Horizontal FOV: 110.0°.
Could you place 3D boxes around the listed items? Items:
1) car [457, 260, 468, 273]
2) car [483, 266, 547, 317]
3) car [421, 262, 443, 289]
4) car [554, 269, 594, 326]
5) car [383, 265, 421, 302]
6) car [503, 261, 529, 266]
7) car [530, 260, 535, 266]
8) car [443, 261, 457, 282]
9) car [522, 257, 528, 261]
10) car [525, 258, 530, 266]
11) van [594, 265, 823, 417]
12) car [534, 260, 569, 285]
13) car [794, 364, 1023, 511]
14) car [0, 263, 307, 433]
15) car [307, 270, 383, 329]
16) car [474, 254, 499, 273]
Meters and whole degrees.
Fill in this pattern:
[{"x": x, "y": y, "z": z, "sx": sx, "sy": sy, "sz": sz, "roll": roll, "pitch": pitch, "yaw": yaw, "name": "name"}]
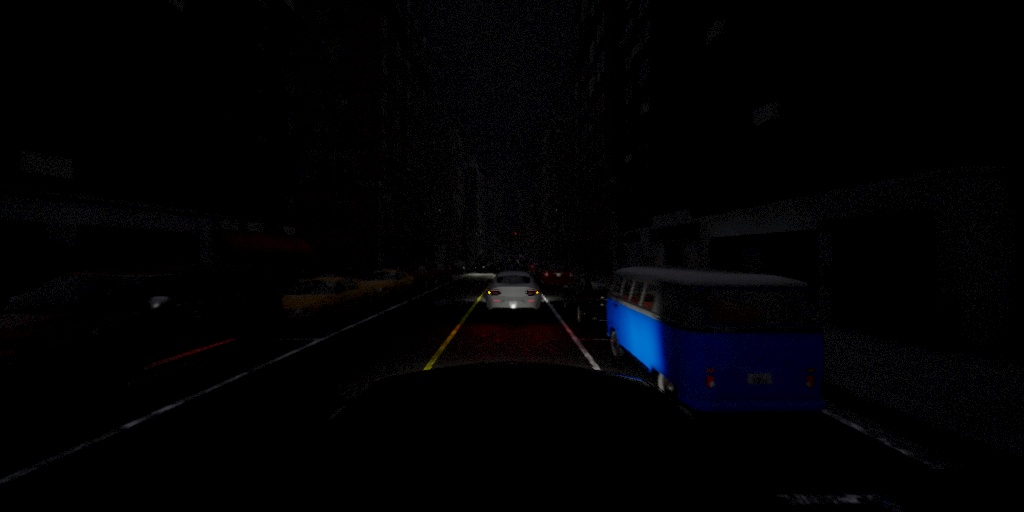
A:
[{"x": -5.837, "y": 1.166, "z": 39.280, "sx": 2.007, "sy": 1.370, "sz": 4.403, "roll": 0, "pitch": 0, "yaw": 0, "name": "car"}, {"x": 0.069, "y": 1.236, "z": 12.805, "sx": 1.812, "sy": 1.442, "sz": 4.674, "roll": 0, "pitch": 0, "yaw": 1, "name": "car"}, {"x": -5.846, "y": 1.219, "z": 22.492, "sx": 1.888, "sy": 1.381, "sz": 4.507, "roll": 0, "pitch": 0, "yaw": 0, "name": "car"}, {"x": 2.674, "y": 1.265, "z": 11.310, "sx": 2.007, "sy": 1.370, "sz": 4.403, "roll": 0, "pitch": 0, "yaw": 0, "name": "car"}, {"x": -5.849, "y": 1.219, "z": 16.727, "sx": 1.751, "sy": 1.417, "sz": 4.829, "roll": 0, "pitch": 0, "yaw": 0, "name": "car"}, {"x": 0.074, "y": 1.257, "z": 27.406, "sx": 1.895, "sy": 1.301, "sz": 4.718, "roll": 0, "pitch": 0, "yaw": 0, "name": "car"}, {"x": 2.682, "y": 1.094, "z": 28.092, "sx": 1.967, "sy": 1.591, "sz": 4.097, "roll": 0, "pitch": 0, "yaw": 0, "name": "car"}, {"x": -5.843, "y": 1.199, "z": 28.088, "sx": 1.888, "sy": 1.381, "sz": 4.507, "roll": 0, "pitch": 0, "yaw": 0, "name": "car"}, {"x": 2.691, "y": 1.148, "z": 44.875, "sx": 2.007, "sy": 1.370, "sz": 4.403, "roll": 0, "pitch": 0, "yaw": 0, "name": "car"}, {"x": 2.688, "y": 1.198, "z": 39.281, "sx": 1.802, "sy": 1.307, "sz": 4.207, "roll": 0, "pitch": 0, "yaw": 0, "name": "car"}, {"x": 2.671, "y": 1.076, "z": 5.716, "sx": 1.690, "sy": 1.789, "sz": 3.998, "roll": 0, "pitch": 0, "yaw": 0, "name": "van"}, {"x": 2.680, "y": 1.114, "z": 22.498, "sx": 1.967, "sy": 1.591, "sz": 4.097, "roll": 0, "pitch": 0, "yaw": 0, "name": "car"}, {"x": 2.668, "y": 1.338, "z": 0.122, "sx": 1.802, "sy": 1.307, "sz": 4.207, "roll": 0, "pitch": 0, "yaw": 0, "name": "car"}, {"x": -5.855, "y": 1.050, "z": 5.706, "sx": 2.192, "sy": 1.841, "sz": 5.009, "roll": 0, "pitch": 0, "yaw": 0, "name": "car"}, {"x": -5.852, "y": 1.240, "z": 11.131, "sx": 1.751, "sy": 1.417, "sz": 4.829, "roll": 0, "pitch": 0, "yaw": 0, "name": "car"}, {"x": -3.042, "y": 0.833, "z": 41.411, "sx": 2.150, "sy": 2.045, "sz": 5.566, "roll": 0, "pitch": 0, "yaw": 0, "name": "car"}]
